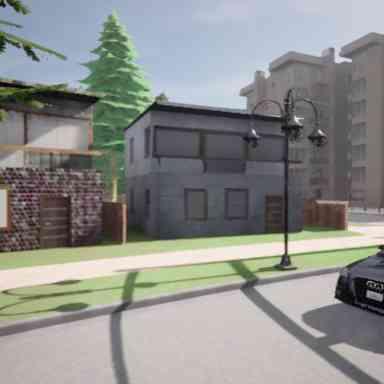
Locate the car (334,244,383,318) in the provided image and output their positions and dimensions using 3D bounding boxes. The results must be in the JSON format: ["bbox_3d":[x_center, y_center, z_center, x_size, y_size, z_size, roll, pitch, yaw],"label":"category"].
[{"bbox_3d":[4.810,1.557,6.476,4.181,1.385,1.994,0,0,-28],"label":"car"}]
